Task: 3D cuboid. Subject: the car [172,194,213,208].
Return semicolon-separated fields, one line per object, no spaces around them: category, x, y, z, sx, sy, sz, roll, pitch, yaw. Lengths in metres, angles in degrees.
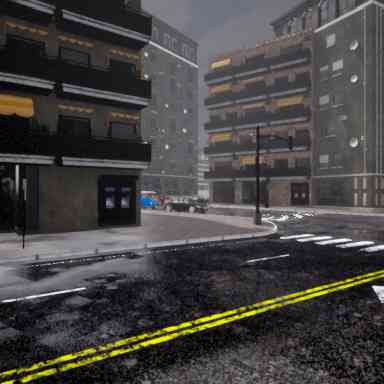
car;0.013;1.042;39.301;4.403;1.369;2.008;1;0;37

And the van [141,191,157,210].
van;-5.024;0.818;32.609;3.998;1.788;1.690;1;0;37

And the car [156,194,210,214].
car;-0.604;1.138;29.301;4.403;1.369;2.008;1;0;37

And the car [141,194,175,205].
car;-4.414;0.962;42.608;4.206;1.307;1.802;1;0;37
